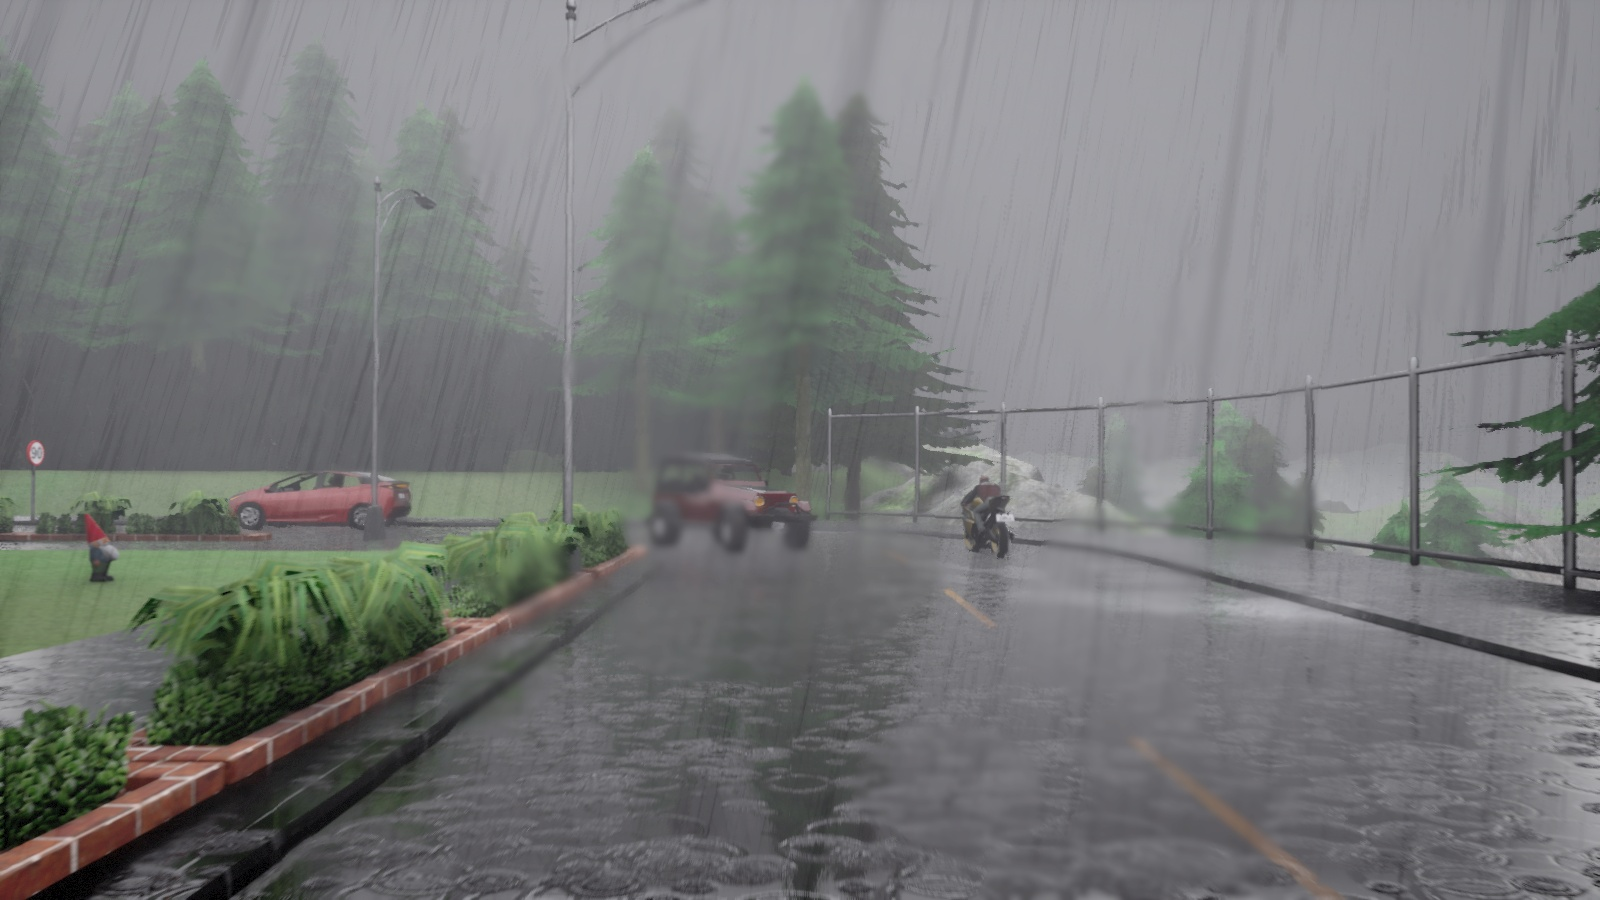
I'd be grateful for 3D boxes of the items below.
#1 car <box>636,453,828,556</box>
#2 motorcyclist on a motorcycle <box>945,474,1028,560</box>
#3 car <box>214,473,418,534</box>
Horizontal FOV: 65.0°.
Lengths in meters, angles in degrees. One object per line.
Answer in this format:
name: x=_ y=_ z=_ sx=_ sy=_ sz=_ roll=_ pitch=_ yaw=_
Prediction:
car: x=-1.420 y=1.038 z=25.132 sx=1.905 sy=1.878 sz=3.866 roll=1 pitch=-1 yaw=-39
motorcyclist on a motorcycle: x=3.507 y=1.237 z=23.870 sx=0.866 sy=1.530 sz=2.191 roll=-1 pitch=-1 yaw=-11
car: x=-12.454 y=1.356 z=32.524 sx=4.514 sy=1.525 sz=2.007 roll=0 pitch=-1 yaw=0
